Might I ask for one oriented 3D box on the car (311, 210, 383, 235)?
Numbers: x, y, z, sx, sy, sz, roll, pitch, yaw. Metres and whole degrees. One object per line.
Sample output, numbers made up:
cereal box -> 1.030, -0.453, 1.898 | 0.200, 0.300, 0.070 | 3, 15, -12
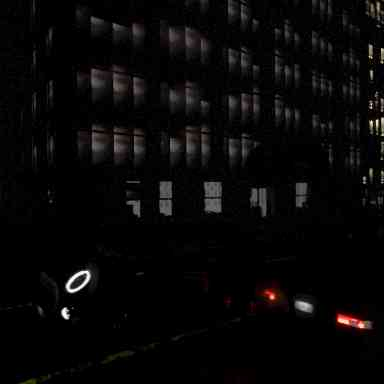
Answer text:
car -> 7.474, 1.542, 15.764 | 4.507, 1.381, 1.887 | 0, -1, -35

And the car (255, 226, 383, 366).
car -> 3.499, 1.546, 5.808 | 5.357, 1.411, 2.033 | 0, 0, -36

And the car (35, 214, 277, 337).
car -> -0.660, 1.351, 6.775 | 4.553, 1.767, 2.097 | 0, 0, -36
